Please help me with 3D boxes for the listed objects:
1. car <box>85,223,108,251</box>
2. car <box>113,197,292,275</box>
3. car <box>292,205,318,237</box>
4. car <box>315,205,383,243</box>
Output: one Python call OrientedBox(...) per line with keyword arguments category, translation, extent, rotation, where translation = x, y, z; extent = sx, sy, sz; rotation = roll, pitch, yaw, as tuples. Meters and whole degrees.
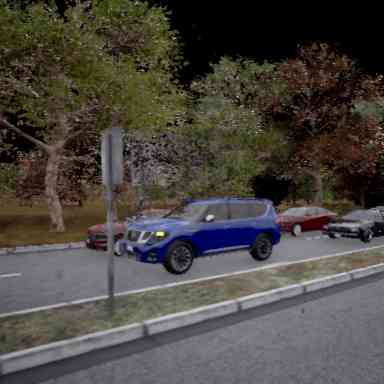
OrientedBox(category="car", translation=(-1.570, 1.446, 12.988), extent=(5.008, 1.535, 1.882), rotation=(1, 0, -36))
OrientedBox(category="car", translation=(0.518, 1.210, 10.792), extent=(5.566, 2.045, 2.150), rotation=(1, 0, -36))
OrientedBox(category="car", translation=(6.139, 1.518, 18.538), extent=(5.008, 1.535, 1.882), rotation=(1, 0, -36))
OrientedBox(category="car", translation=(8.831, 1.613, 16.786), extent=(5.357, 1.411, 2.033), rotation=(1, 0, -36))
